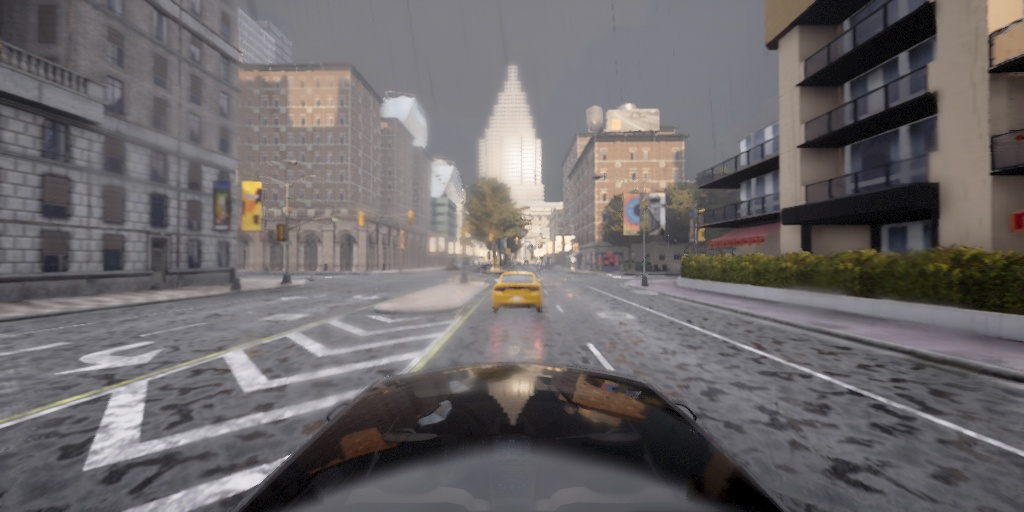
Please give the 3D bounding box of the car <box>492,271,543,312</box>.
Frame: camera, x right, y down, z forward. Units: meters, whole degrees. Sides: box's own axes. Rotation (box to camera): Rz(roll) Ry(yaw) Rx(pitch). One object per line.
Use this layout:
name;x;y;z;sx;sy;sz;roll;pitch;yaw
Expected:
car;0.258;1.380;15.094;1.882;1.535;5.008;0;0;2
